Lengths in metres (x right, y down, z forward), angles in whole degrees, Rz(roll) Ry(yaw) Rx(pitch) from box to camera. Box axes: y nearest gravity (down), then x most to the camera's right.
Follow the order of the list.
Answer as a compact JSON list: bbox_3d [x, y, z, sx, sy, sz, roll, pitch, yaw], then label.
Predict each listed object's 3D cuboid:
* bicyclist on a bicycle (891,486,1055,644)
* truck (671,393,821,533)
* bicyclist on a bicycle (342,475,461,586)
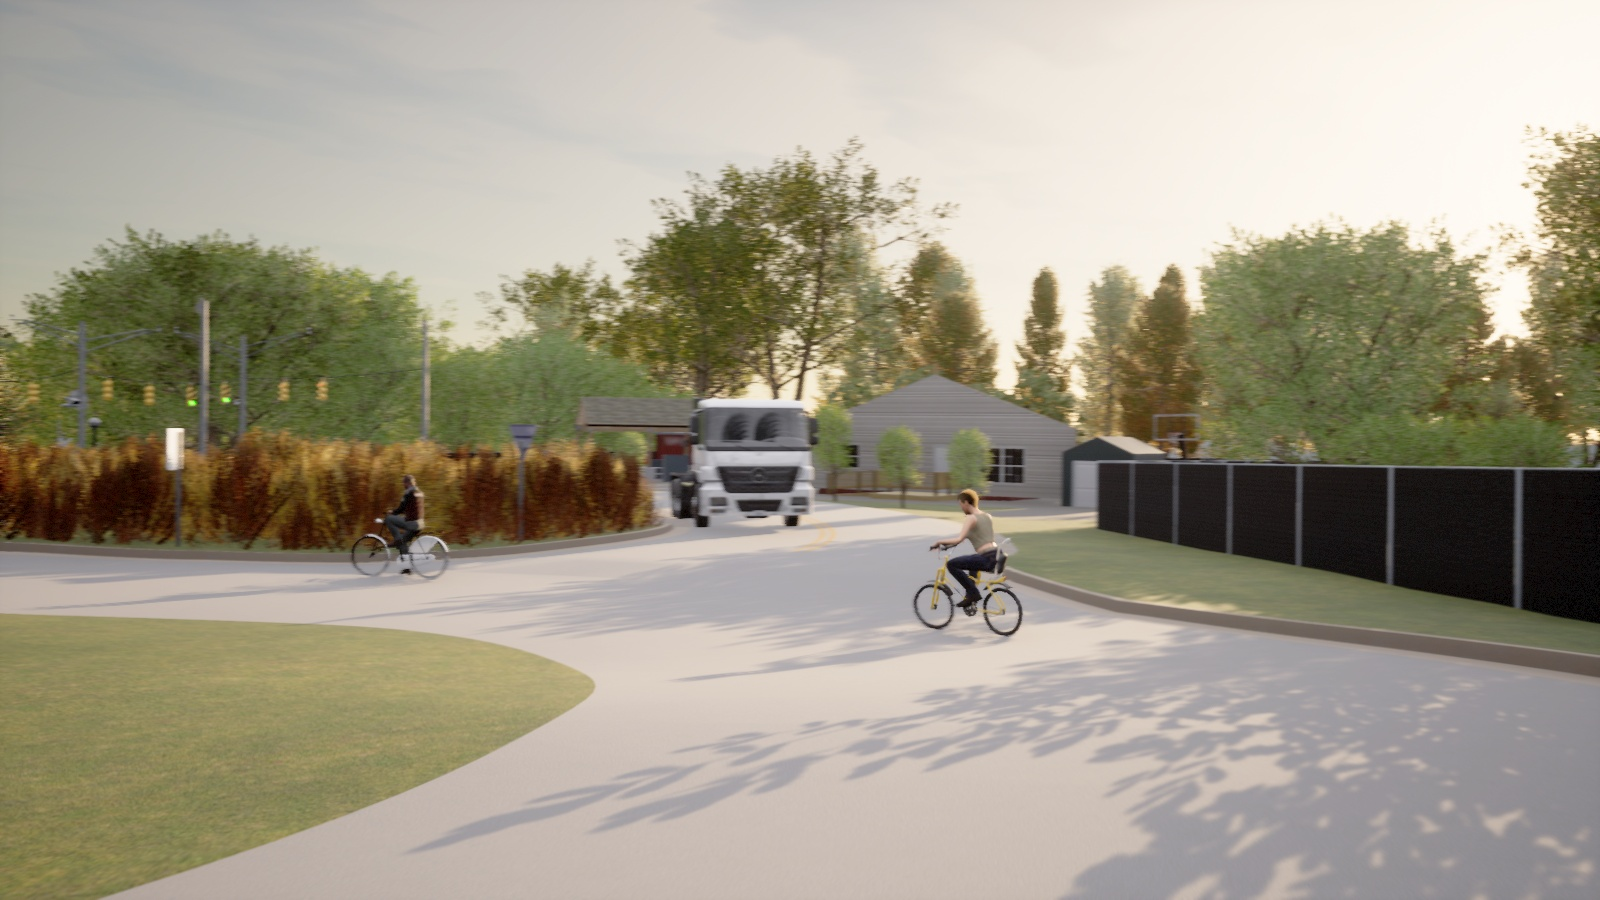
[{"bbox_3d":[1.912,1.238,13.998,0.866,1.612,1.509,-3,1,-45],"label":"bicyclist on a bicycle"},{"bbox_3d":[-1.728,0.307,35.210,2.891,3.462,7.936,0,0,-12],"label":"truck"},{"bbox_3d":[-6.733,1.328,21.221,1.843,1.776,0.659,1,1,16],"label":"bicyclist on a bicycle"}]
